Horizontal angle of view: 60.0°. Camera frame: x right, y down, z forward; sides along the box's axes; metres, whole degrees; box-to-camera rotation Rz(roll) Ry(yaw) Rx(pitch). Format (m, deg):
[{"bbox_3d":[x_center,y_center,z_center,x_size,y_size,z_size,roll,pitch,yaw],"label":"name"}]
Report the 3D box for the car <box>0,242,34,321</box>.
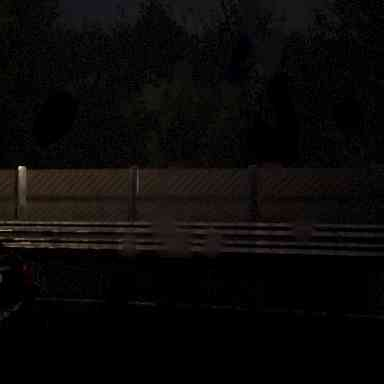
[{"bbox_3d":[-5.093,1.359,5.310,4.553,1.767,2.097,0,0,7],"label":"car"}]
